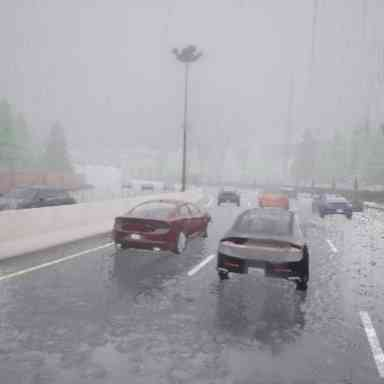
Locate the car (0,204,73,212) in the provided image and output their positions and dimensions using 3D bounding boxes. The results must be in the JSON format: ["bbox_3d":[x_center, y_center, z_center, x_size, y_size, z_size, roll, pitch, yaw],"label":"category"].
[{"bbox_3d":[-7.177,0.531,14.775,2.097,1.767,4.553,2,2,16],"label":"car"}]

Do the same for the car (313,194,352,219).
[{"bbox_3d":[9.224,0.866,22.068,1.812,1.442,4.674,2,2,10],"label":"car"}]

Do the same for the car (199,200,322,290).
[{"bbox_3d":[1.989,1.186,8.421,2.128,1.511,4.902,2,2,19],"label":"car"}]

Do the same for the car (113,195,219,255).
[{"bbox_3d":[-0.722,0.980,11.277,1.882,1.535,5.008,3,2,18],"label":"car"}]

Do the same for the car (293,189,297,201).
[{"bbox_3d":[11.129,0.149,39.800,1.882,1.535,5.008,2,2,2],"label":"car"}]

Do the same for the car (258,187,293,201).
[{"bbox_3d":[6.383,0.440,26.311,2.097,1.767,4.553,2,2,9],"label":"car"}]

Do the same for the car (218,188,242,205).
[{"bbox_3d":[3.320,0.379,29.476,1.837,1.490,4.892,2,2,8],"label":"car"}]
